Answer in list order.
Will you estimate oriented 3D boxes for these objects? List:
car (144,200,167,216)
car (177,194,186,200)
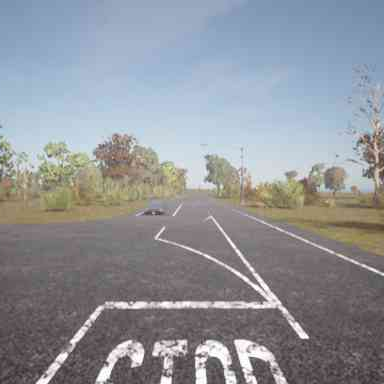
[{"bbox_3d":[-3.499,1.545,32.962,2.033,1.411,5.357,0,0,0],"label":"car"},{"bbox_3d":[-2.738,1.274,87.786,2.097,1.767,4.553,0,0,7],"label":"car"}]
